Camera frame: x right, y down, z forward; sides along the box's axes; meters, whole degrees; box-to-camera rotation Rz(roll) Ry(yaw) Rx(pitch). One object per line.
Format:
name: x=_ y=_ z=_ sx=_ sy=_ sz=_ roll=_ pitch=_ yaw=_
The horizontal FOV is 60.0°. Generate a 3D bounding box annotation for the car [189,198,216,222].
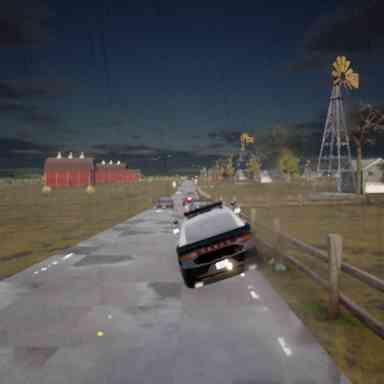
car: x=0.704 y=1.297 z=25.199 sx=1.837 sy=1.490 sz=4.892 roll=0 pitch=0 yaw=0

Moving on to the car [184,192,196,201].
car: x=-0.293 y=0.791 z=60.628 sx=2.128 sy=1.511 sz=4.902 roll=0 pitch=1 yaw=0

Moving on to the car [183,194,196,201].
car: x=0.659 y=1.176 z=19.157 sx=2.097 sy=1.767 sz=4.553 roll=-1 pitch=0 yaw=0

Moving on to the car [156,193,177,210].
car: x=-3.033 y=1.219 z=38.417 sx=2.033 sy=1.411 sz=5.357 roll=0 pitch=1 yaw=0

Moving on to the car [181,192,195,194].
car: x=-0.214 y=0.913 z=47.110 sx=2.097 sy=1.767 sz=4.553 roll=0 pitch=1 yaw=0

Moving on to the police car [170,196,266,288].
police car: x=0.525 y=1.134 z=9.275 sx=1.930 sy=1.638 sz=5.238 roll=-18 pitch=3 yaw=1
